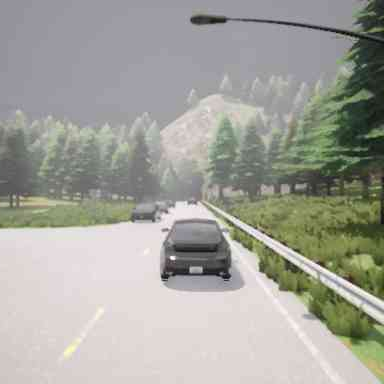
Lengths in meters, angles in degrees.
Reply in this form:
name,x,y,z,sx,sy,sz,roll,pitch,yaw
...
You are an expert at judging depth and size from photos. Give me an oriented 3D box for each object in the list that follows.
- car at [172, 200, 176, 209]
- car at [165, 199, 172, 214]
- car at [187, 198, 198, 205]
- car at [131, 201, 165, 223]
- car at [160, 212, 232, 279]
name,x,y,z,sx,sy,sz,roll,pitch,yaw
car,-3.587,1.831,51.501,1.994,1.385,4.181,0,0,0
car,-3.589,1.724,37.875,1.812,1.442,4.674,0,0,0
car,0.101,1.875,66.925,1.812,1.442,4.674,0,0,0
car,-3.707,1.622,27.633,1.882,1.535,5.008,0,0,3
car,0.101,1.550,10.153,1.837,1.490,4.892,0,0,0
